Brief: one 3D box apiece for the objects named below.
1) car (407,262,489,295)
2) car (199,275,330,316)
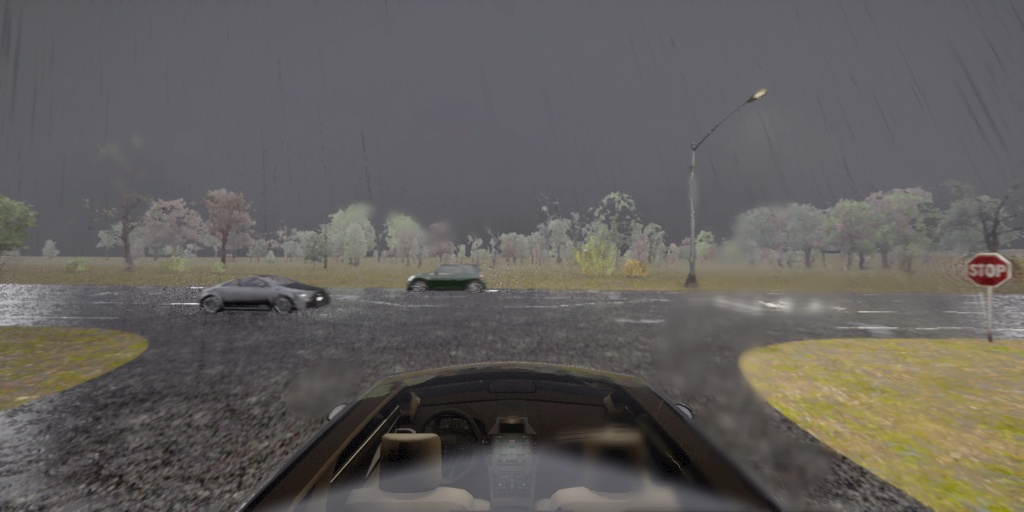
[{"bbox_3d":[-3.619,1.224,20.497,4.553,1.767,2.097,0,0,2],"label":"car"},{"bbox_3d":[-9.288,1.421,13.650,4.181,1.385,1.994,0,0,2],"label":"car"}]
